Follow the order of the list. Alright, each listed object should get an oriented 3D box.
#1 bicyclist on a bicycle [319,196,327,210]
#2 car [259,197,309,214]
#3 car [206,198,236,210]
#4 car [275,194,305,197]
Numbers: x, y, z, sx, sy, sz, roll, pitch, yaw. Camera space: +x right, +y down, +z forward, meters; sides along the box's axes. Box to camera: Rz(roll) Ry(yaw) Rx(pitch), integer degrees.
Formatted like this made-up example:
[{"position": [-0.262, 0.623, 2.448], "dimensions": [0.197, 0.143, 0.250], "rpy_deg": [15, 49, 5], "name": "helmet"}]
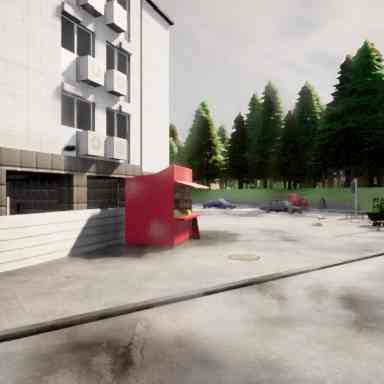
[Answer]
[{"position": [15.990, 1.349, 40.578], "dimensions": [1.656, 1.620, 0.582], "rpy_deg": [0, 0, -35], "name": "bicyclist on a bicycle"}, {"position": [9.564, 1.547, 35.122], "dimensions": [2.033, 1.411, 5.357], "rpy_deg": [0, 0, -35], "name": "car"}, {"position": [3.726, 1.526, 43.361], "dimensions": [1.812, 1.442, 4.674], "rpy_deg": [0, 0, -35], "name": "car"}, {"position": [11.204, 1.221, 40.044], "dimensions": [2.150, 2.045, 5.566], "rpy_deg": [0, 0, -35], "name": "car"}]
